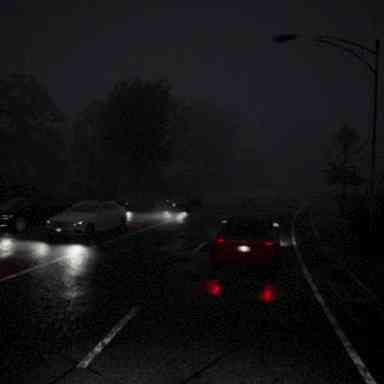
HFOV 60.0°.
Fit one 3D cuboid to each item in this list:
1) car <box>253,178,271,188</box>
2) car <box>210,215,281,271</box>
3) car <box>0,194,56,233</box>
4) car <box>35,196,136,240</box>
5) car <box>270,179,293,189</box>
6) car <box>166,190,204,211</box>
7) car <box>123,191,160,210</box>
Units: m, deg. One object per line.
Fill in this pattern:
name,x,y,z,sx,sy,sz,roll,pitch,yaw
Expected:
car,12.979,-1.448,59.518,2.150,2.045,5.566,2,3,37
car,1.855,1.461,10.885,1.994,1.385,4.181,2,2,13
car,-7.741,0.906,15.991,1.882,1.535,5.008,2,2,15
car,-4.444,1.095,14.781,1.812,1.442,4.674,2,2,14
car,15.801,-1.091,57.464,1.882,1.535,5.008,2,3,37
car,-0.491,0.620,27.472,2.128,1.511,4.902,2,3,21
car,-4.462,0.621,26.943,2.033,1.411,5.357,2,3,20
